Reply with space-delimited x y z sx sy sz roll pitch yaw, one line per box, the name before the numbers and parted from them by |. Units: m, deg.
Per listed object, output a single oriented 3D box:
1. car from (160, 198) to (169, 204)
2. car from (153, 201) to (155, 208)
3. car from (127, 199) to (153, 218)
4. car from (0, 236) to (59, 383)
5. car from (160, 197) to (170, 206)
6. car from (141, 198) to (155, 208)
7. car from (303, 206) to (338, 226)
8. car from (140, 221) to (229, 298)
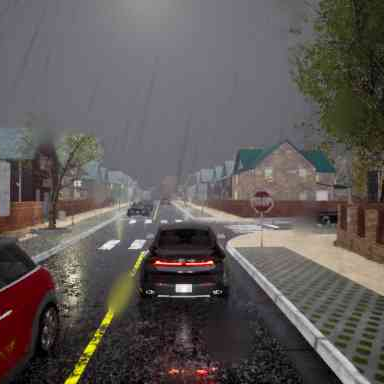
car | -5.991 1.883 72.936 1.895 1.301 4.718 0 -1 -5
car | -6.032 1.695 42.736 1.994 1.385 4.181 0 0 -6
car | -4.957 1.632 31.292 1.994 1.385 4.181 0 0 -5
car | -2.943 1.353 2.922 2.097 1.767 4.553 0 0 -1
car | -5.021 1.793 62.534 1.837 1.490 4.892 0 0 -5
car | -7.015 1.760 53.729 2.033 1.411 5.357 0 0 -5
car | 10.167 1.575 22.770 4.718 1.301 1.895 0 -1 -7
car | -0.163 1.515 8.501 1.837 1.490 4.892 0 0 0
